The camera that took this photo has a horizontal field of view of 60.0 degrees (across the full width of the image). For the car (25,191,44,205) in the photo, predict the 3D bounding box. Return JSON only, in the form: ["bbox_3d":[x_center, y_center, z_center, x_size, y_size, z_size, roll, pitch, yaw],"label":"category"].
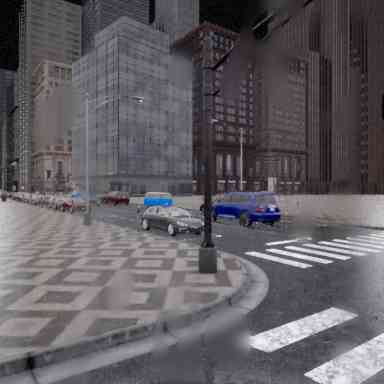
[{"bbox_3d":[-20.097,0.939,43.609,2.008,1.369,4.403,1,0,-35],"label":"car"}]

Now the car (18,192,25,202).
[{"bbox_3d":[-23.267,0.874,48.054,2.008,1.369,4.403,1,0,-35],"label":"car"}]

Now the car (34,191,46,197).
[{"bbox_3d":[-38.507,0.494,84.115,1.887,1.381,4.507,0,0,-35],"label":"car"}]

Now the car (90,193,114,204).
[{"bbox_3d":[-13.152,0.934,48.552,2.008,1.369,4.403,1,0,-35],"label":"car"}]

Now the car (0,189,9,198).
[{"bbox_3d":[-39.113,0.611,70.278,1.947,1.339,4.313,1,0,-35],"label":"car"}]

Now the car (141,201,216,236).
[{"bbox_3d":[-1.083,1.366,16.938,2.008,1.369,4.403,1,0,-35],"label":"car"}]

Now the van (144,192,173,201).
[{"bbox_3d":[-3.640,0.930,35.214,1.690,1.788,3.998,1,0,-35],"label":"van"}]

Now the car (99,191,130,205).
[{"bbox_3d":[-9.978,0.765,44.105,2.192,1.841,5.009,1,0,-35],"label":"car"}]

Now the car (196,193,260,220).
[{"bbox_3d":[2.700,1.049,26.323,2.192,1.841,5.009,1,0,-35],"label":"car"}]

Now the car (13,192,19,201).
[{"bbox_3d":[-26.434,0.702,52.499,1.967,1.590,4.097,1,0,-35],"label":"car"}]

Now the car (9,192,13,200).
[{"bbox_3d":[-29.605,0.747,56.944,1.887,1.381,4.507,1,0,-35],"label":"car"}]

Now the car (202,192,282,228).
[{"bbox_3d":[3.077,1.022,20.925,2.150,2.045,5.566,0,1,-33],"label":"car"}]

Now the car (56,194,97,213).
[{"bbox_3d":[-10.590,1.139,30.273,1.887,1.381,4.507,1,0,-35],"label":"car"}]

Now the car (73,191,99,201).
[{"bbox_3d":[-14.624,0.945,46.176,2.033,1.411,5.357,0,1,-35],"label":"car"}]

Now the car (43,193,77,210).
[{"bbox_3d":[-13.759,1.074,34.718,2.008,1.369,4.403,1,0,-35],"label":"car"}]
